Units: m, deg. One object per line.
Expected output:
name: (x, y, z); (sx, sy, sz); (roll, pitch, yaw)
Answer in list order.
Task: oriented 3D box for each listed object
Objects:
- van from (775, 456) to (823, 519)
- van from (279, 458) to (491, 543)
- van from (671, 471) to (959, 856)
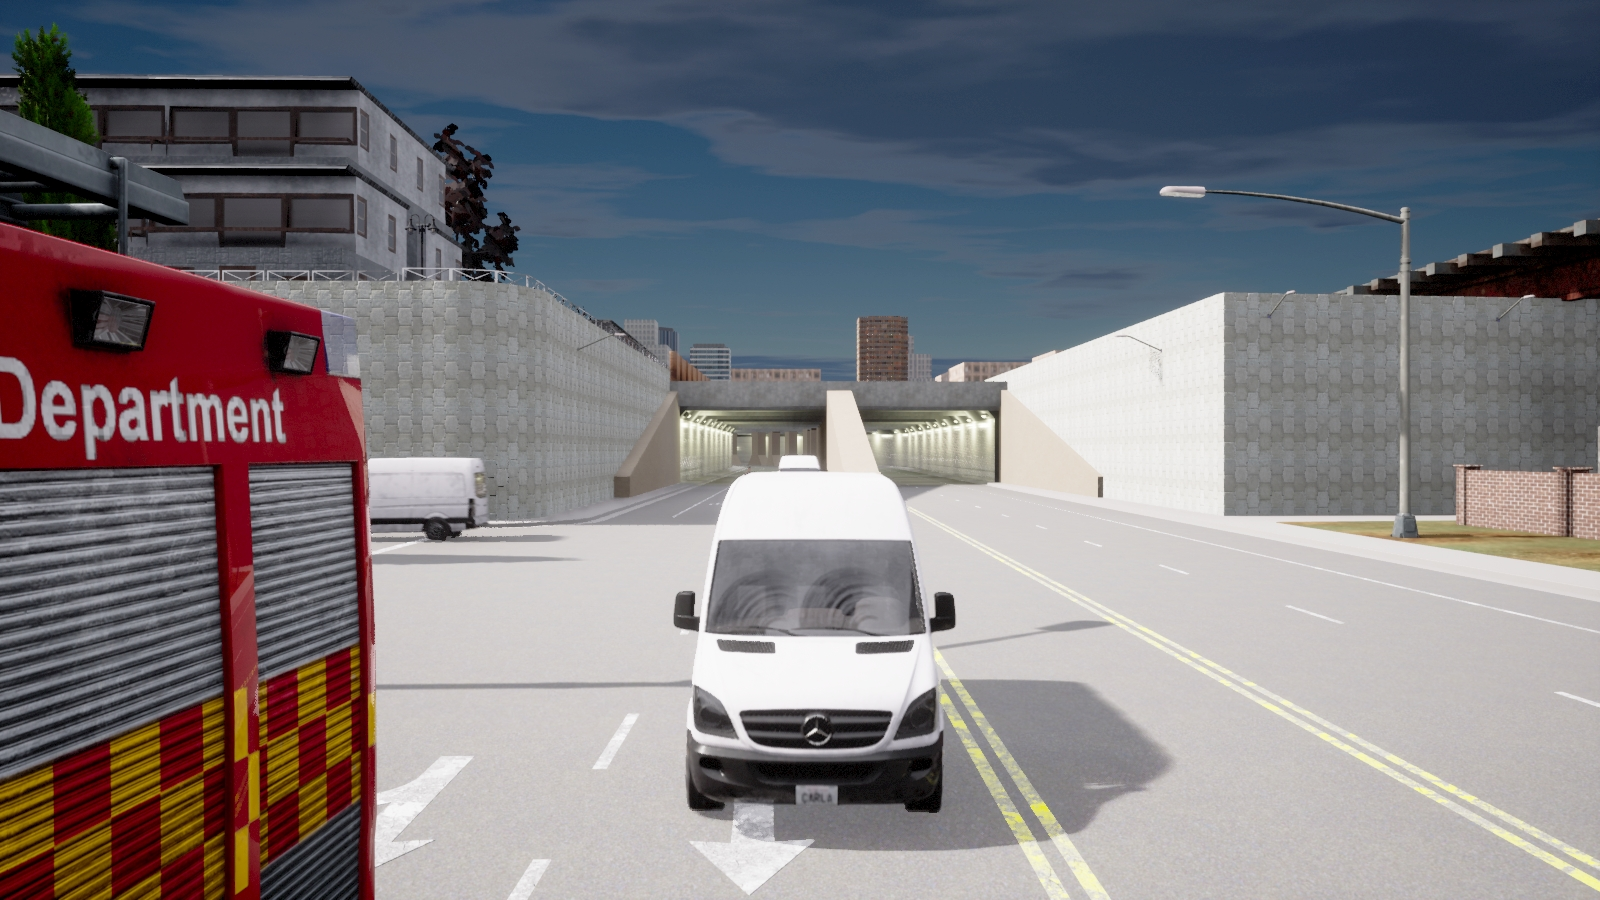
van: (-0.041, 1.534, 49.466); (1.988, 2.561, 5.915); (0, 0, 0)
van: (-12.886, 1.534, 35.774); (5.915, 2.561, 1.988); (0, 0, -2)
van: (0.113, 1.531, 10.882); (1.988, 2.561, 5.915); (0, 0, 0)
